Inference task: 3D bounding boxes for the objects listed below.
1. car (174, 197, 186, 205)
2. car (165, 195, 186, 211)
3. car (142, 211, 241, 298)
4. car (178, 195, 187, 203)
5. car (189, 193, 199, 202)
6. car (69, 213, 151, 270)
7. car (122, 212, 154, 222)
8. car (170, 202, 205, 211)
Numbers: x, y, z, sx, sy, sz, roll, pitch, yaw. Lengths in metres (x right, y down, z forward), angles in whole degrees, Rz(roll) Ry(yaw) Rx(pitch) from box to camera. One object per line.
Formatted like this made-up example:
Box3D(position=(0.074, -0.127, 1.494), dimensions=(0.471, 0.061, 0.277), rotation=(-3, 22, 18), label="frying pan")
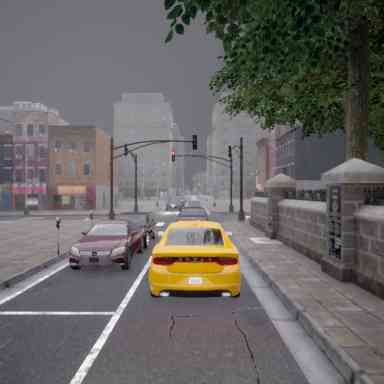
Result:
Box3D(position=(-2.175, 1.586, 61.662), dimensions=(1.895, 1.301, 4.718), rotation=(0, 0, 0), label="car")
Box3D(position=(-2.222, 1.482, 41.666), dimensions=(2.128, 1.511, 4.902), rotation=(0, 0, 0), label="car")
Box3D(position=(0.080, 1.477, 8.598), dimensions=(1.882, 1.535, 5.008), rotation=(0, 0, 0), label="car")
Box3D(position=(-2.102, 1.481, 71.863), dimensions=(1.837, 1.490, 4.892), rotation=(0, 0, 0), label="car")
Box3D(position=(0.395, 1.508, 66.876), dimensions=(1.812, 1.442, 4.674), rotation=(0, 0, 0), label="car")
Box3D(position=(-2.620, 1.581, 11.005), dimensions=(1.802, 1.307, 4.206), rotation=(0, 0, 0), label="car")
Box3D(position=(-2.614, 1.565, 14.668), dimensions=(1.947, 1.339, 4.313), rotation=(0, 0, 0), label="car")
Box3D(position=(0.034, 1.546, 19.088), dimensions=(2.033, 1.411, 5.357), rotation=(0, 0, 0), label="car")
